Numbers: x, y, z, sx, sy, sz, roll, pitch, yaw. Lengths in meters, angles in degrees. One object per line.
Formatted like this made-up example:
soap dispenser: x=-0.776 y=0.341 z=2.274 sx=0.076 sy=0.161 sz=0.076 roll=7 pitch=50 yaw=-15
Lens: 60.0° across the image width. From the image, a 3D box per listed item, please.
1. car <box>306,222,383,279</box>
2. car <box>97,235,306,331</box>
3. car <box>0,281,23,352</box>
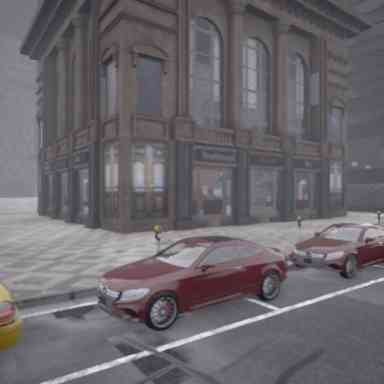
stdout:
car: x=4.793 y=1.596 z=10.066 sx=4.206 sy=1.307 sz=1.802 roll=0 pitch=0 yaw=-35
car: x=0.219 y=1.587 z=6.804 sx=4.206 sy=1.307 sz=1.802 roll=0 pitch=0 yaw=-35
car: x=-4.494 y=1.523 z=3.443 sx=4.829 sy=1.417 sz=1.752 roll=0 pitch=0 yaw=-35
